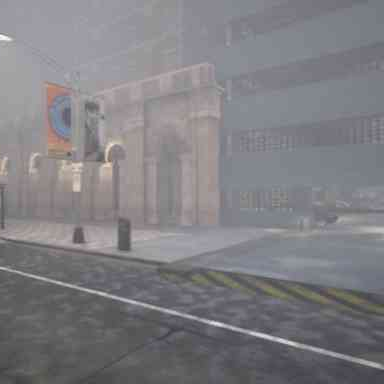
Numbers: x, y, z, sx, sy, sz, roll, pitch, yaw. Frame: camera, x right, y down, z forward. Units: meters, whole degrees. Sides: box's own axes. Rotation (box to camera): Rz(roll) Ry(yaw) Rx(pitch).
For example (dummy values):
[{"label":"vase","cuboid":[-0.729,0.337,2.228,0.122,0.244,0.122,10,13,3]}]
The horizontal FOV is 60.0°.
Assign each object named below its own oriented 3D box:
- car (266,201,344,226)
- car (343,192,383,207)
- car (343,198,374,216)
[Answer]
[{"label":"car","cuboid":[7.257,1.463,22.423,4.786,1.482,2.161,0,0,35]},{"label":"car","cuboid":[24.368,1.082,47.190,5.566,2.045,2.435,0,0,35]},{"label":"car","cuboid":[14.323,1.510,31.634,4.718,1.301,1.895,0,0,35]}]
